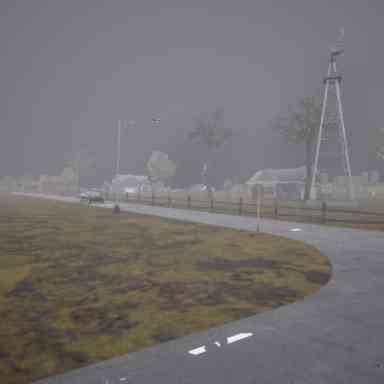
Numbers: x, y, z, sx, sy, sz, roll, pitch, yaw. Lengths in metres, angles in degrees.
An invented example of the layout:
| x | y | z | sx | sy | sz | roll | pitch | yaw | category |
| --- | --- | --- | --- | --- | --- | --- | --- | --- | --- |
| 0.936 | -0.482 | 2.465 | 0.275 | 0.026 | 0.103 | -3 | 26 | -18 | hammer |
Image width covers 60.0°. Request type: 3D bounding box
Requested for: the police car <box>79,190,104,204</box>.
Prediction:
| x | y | z | sx | sy | sz | roll | pitch | yaw | category |
| --- | --- | --- | --- | --- | --- | --- | --- | --- | --- |
| -12.592 | 0.550 | 41.825 | 1.930 | 1.638 | 5.238 | 2 | 0 | -35 | police car |
